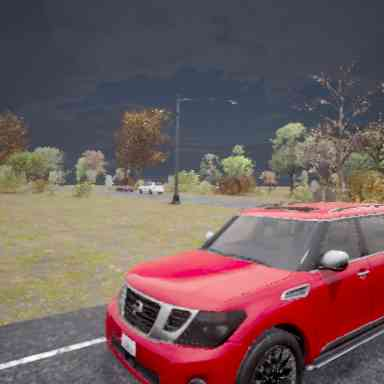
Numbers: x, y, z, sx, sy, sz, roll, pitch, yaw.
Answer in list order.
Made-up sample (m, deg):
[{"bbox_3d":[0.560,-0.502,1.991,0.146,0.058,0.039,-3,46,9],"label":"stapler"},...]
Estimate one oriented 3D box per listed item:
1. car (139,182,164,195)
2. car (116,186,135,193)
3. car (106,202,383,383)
[{"bbox_3d":[-6.712,-0.604,54.864,2.150,2.045,5.566,0,2,-36],"label":"car"},{"bbox_3d":[-12.791,-0.561,63.346,1.895,1.301,4.718,0,2,-36],"label":"car"},{"bbox_3d":[1.601,1.207,5.015,5.566,2.045,2.150,0,0,-35],"label":"car"}]
